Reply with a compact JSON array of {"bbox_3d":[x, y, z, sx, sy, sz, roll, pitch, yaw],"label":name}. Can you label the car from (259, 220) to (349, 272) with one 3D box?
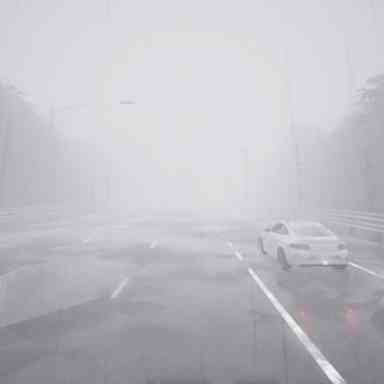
[{"bbox_3d":[3.531,1.650,11.145,1.812,1.442,4.674,0,-1,0],"label":"car"}]
